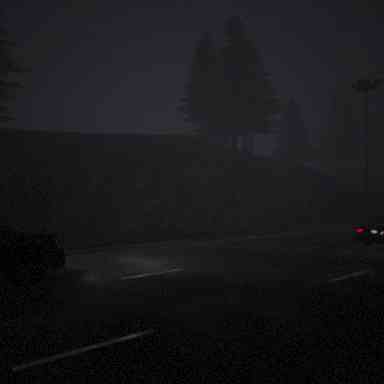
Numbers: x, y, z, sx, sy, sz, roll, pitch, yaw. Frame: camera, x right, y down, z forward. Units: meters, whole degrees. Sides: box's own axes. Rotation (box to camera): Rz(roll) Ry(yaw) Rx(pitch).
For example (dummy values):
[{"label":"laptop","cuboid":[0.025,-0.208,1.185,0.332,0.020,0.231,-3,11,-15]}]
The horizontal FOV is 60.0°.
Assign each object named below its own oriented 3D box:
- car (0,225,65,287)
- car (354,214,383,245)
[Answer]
[{"label":"car","cuboid":[-6.046,1.318,7.972,5.566,2.045,2.150,0,0,-35]},{"label":"car","cuboid":[9.485,1.684,15.092,5.357,1.411,2.033,0,-1,-36]}]
